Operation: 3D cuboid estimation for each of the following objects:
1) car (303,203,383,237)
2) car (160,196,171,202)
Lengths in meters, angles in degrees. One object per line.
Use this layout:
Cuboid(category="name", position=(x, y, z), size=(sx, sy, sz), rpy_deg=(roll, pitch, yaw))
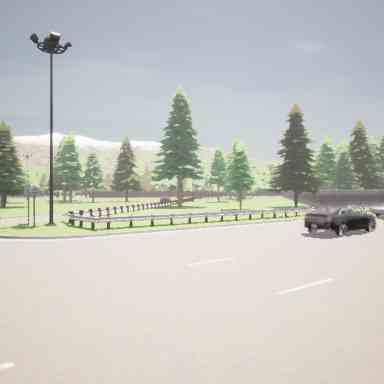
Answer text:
Cuboid(category="car", position=(8.102, 1.492, 18.089), size=(4.902, 1.511, 2.128), rpy_deg=(0, 0, -35))
Cuboid(category="car", position=(-5.547, 1.525, 69.791), size=(1.812, 1.442, 4.674), rpy_deg=(0, 0, 5))
